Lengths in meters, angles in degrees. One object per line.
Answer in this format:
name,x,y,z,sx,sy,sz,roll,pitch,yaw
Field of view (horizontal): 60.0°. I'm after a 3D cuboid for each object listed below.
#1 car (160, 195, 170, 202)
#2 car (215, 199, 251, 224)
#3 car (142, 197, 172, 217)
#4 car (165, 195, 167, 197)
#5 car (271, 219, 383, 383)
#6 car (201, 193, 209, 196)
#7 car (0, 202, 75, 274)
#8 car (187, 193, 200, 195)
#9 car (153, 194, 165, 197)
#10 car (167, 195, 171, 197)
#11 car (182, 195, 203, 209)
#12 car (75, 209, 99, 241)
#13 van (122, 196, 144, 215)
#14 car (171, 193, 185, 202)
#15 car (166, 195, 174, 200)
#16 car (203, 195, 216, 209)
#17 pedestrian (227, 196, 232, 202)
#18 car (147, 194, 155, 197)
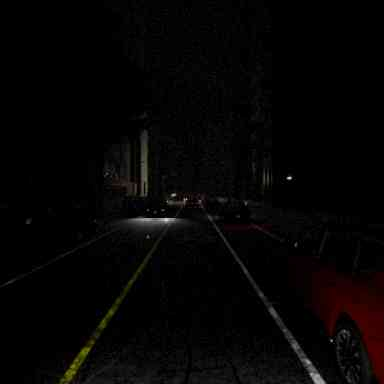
car,-5.840,1.379,72.721,1.967,1.590,4.097,0,0,0
car,3.007,1.423,24.079,1.882,1.535,5.008,0,0,0
car,-3.089,1.444,30.230,1.837,1.490,4.892,0,0,0
car,-5.844,1.245,55.803,2.192,1.841,5.009,0,0,0
car,2.671,1.302,5.037,2.192,1.841,5.009,0,0,0
car,2.680,1.371,50.148,1.967,1.590,4.097,0,0,0
car,-5.853,1.289,10.687,2.192,1.841,5.009,0,0,0
car,0.016,1.456,60.266,1.812,1.442,4.674,0,0,0
car,-5.845,1.247,50.164,2.192,1.841,5.009,0,0,0
car,-5.842,1.373,67.082,1.967,1.590,4.097,0,0,0
car,0.055,1.481,44.488,2.033,1.411,5.357,0,0,0
car,-5.852,1.526,16.328,1.947,1.339,4.313,0,0,0
van,-5.849,1.280,33.245,1.690,1.788,3.998,0,0,0
car,-2.981,1.280,71.808,2.097,1.767,4.553,0,0,0
car,-5.843,1.493,89.437,1.752,1.417,4.829,0,0,1
car,2.679,1.478,44.509,1.887,1.381,4.507,0,0,0
pedestrian,3.007,1.234,27.083,0.375,1.860,0.375,0,0,-15
car,-5.848,1.376,38.884,1.967,1.590,4.097,0,0,0
